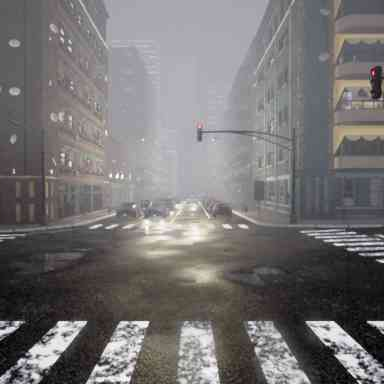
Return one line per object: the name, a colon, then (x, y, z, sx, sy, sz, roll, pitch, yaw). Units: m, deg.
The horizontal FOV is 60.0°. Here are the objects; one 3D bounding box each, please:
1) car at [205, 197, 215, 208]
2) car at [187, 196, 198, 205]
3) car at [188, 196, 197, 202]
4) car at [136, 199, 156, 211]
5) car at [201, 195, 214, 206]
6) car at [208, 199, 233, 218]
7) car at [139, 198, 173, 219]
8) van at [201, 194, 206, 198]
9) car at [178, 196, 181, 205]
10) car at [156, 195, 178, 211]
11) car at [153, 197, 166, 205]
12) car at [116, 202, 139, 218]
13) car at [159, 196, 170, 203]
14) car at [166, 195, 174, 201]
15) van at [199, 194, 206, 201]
car: (2.711, 1.570, 35.822, 1.947, 1.339, 4.313, 0, 0, 0)
car: (0.044, 1.542, 59.757, 1.812, 1.442, 4.674, 0, 0, 0)
car: (0.052, 1.451, 69.792, 1.895, 1.301, 4.718, 0, 0, 0)
car: (-5.666, 1.572, 41.364, 1.947, 1.339, 4.313, 0, 0, 0)
car: (2.719, 1.554, 46.869, 1.887, 1.381, 4.507, 0, 0, 0)
car: (2.707, 1.584, 30.299, 1.802, 1.307, 4.206, 0, 0, 0)
car: (-3.079, 1.549, 29.823, 2.033, 1.411, 5.357, 0, 0, 0)
van: (2.721, 1.353, 52.393, 1.690, 1.788, 3.998, 0, 0, 0)
car: (-2.995, 1.508, 59.656, 2.128, 1.511, 4.902, 0, 0, 1)
car: (-3.067, 1.509, 40.591, 1.837, 1.490, 4.892, 0, 0, 0)
car: (-5.654, 1.560, 57.935, 1.887, 1.381, 4.507, 0, 0, 0)
car: (-5.674, 1.568, 30.317, 1.947, 1.339, 4.313, 0, 0, 0)
car: (-5.646, 1.604, 68.982, 1.802, 1.307, 4.206, 0, 0, 0)
car: (-5.635, 1.561, 85.382, 1.752, 1.417, 4.829, 0, 0, 0)
van: (2.745, 1.377, 85.534, 1.690, 1.788, 3.998, -1, 0, 0)
